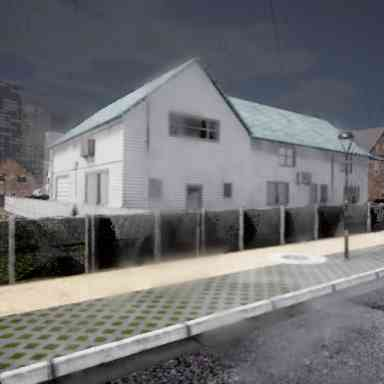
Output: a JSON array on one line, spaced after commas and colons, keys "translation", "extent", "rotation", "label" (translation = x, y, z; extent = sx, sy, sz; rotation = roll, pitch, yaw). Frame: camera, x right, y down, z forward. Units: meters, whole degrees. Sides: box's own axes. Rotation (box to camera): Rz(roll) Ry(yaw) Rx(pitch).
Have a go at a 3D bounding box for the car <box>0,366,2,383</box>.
[{"translation": [-3.222, 1.482, 0.773], "extent": [5.008, 1.535, 1.882], "rotation": [0, 0, -36], "label": "car"}]
